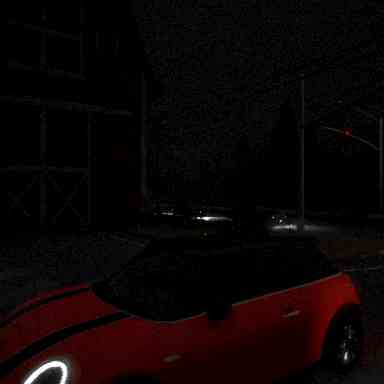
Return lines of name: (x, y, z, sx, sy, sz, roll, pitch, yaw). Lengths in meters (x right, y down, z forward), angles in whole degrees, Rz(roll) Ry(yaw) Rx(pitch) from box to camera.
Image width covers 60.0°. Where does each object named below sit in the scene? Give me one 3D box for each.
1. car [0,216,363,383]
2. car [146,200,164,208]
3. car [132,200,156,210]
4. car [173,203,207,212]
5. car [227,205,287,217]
car: (0.030, 1.358, 4.015, 4.553, 1.767, 2.097, 0, 0, -35)
car: (-5.274, 1.871, 41.109, 1.895, 1.301, 4.718, 0, 0, -34)
car: (-7.351, 1.891, 50.681, 1.994, 1.385, 4.181, 0, 0, -34)
car: (-0.296, 1.788, 33.841, 1.994, 1.385, 4.181, 0, 0, -34)
car: (4.918, 1.723, 26.225, 2.033, 1.411, 5.357, 0, 0, -34)
